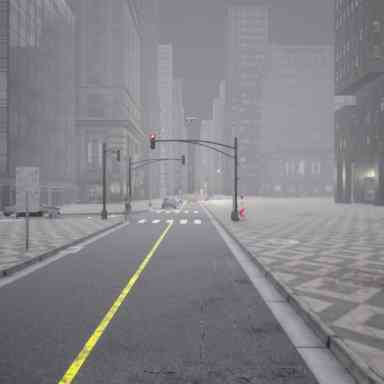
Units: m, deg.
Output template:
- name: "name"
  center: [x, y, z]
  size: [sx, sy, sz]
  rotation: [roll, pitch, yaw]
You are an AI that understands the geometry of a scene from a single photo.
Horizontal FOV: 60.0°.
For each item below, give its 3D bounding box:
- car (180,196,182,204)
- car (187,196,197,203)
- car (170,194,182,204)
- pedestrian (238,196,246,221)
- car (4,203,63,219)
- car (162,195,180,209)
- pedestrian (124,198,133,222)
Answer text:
- name: "car"
  center: [-3.088, 1.551, 55.433]
  size: [1.812, 1.442, 4.674]
  rotation: [0, 0, 0]
- name: "car"
  center: [-0.004, 1.518, 69.632]
  size: [1.882, 1.535, 5.008]
  rotation: [0, 0, 0]
- name: "car"
  center: [-3.039, 1.388, 65.670]
  size: [2.097, 1.767, 4.553]
  rotation: [0, 0, 0]
- name: "pedestrian"
  center: [3.592, 1.151, 23.775]
  size: [0.375, 1.860, 0.375]
  rotation: [0, 0, 0]
- name: "car"
  center: [-14.244, 1.695, 29.980]
  size: [4.902, 1.511, 2.128]
  rotation: [-1, 0, 0]
- name: "car"
  center: [-3.095, 1.523, 45.967]
  size: [1.837, 1.490, 4.892]
  rotation: [0, 0, 0]
- name: "pedestrian"
  center: [-4.759, 1.303, 24.403]
  size: [0.375, 1.860, 0.375]
  rotation: [0, 0, 0]
